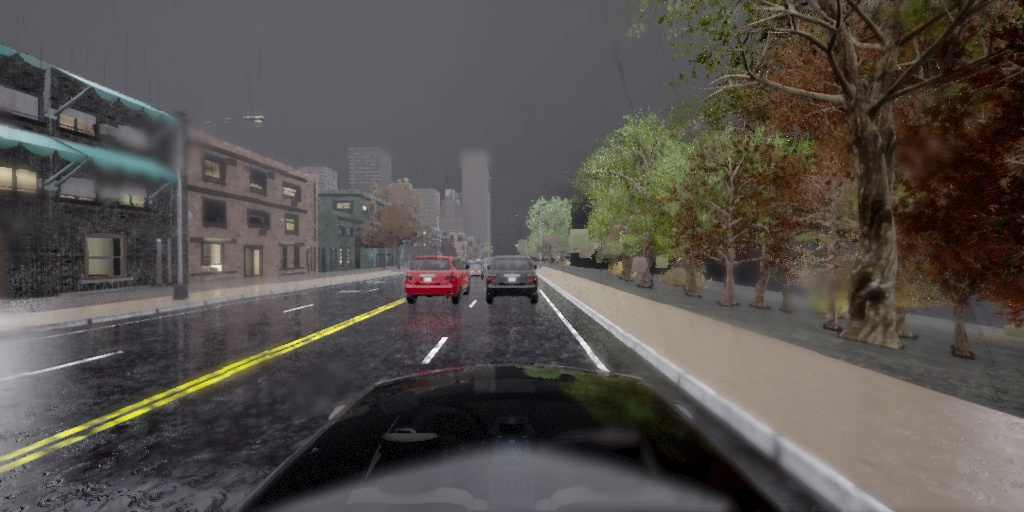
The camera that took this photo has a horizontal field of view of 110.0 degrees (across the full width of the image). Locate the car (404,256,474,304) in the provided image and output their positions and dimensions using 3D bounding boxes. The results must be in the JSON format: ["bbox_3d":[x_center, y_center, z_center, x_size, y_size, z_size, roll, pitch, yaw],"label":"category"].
[{"bbox_3d":[-3.249,1.002,16.530,2.150,2.045,5.566,0,0,0],"label":"car"}]

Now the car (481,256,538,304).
[{"bbox_3d":[0.000,1.002,16.530,2.150,2.045,5.566,0,0,0],"label":"car"}]

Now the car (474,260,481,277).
[{"bbox_3d":[-3.250,1.305,31.501,2.033,1.411,5.357,0,0,0],"label":"car"}]
